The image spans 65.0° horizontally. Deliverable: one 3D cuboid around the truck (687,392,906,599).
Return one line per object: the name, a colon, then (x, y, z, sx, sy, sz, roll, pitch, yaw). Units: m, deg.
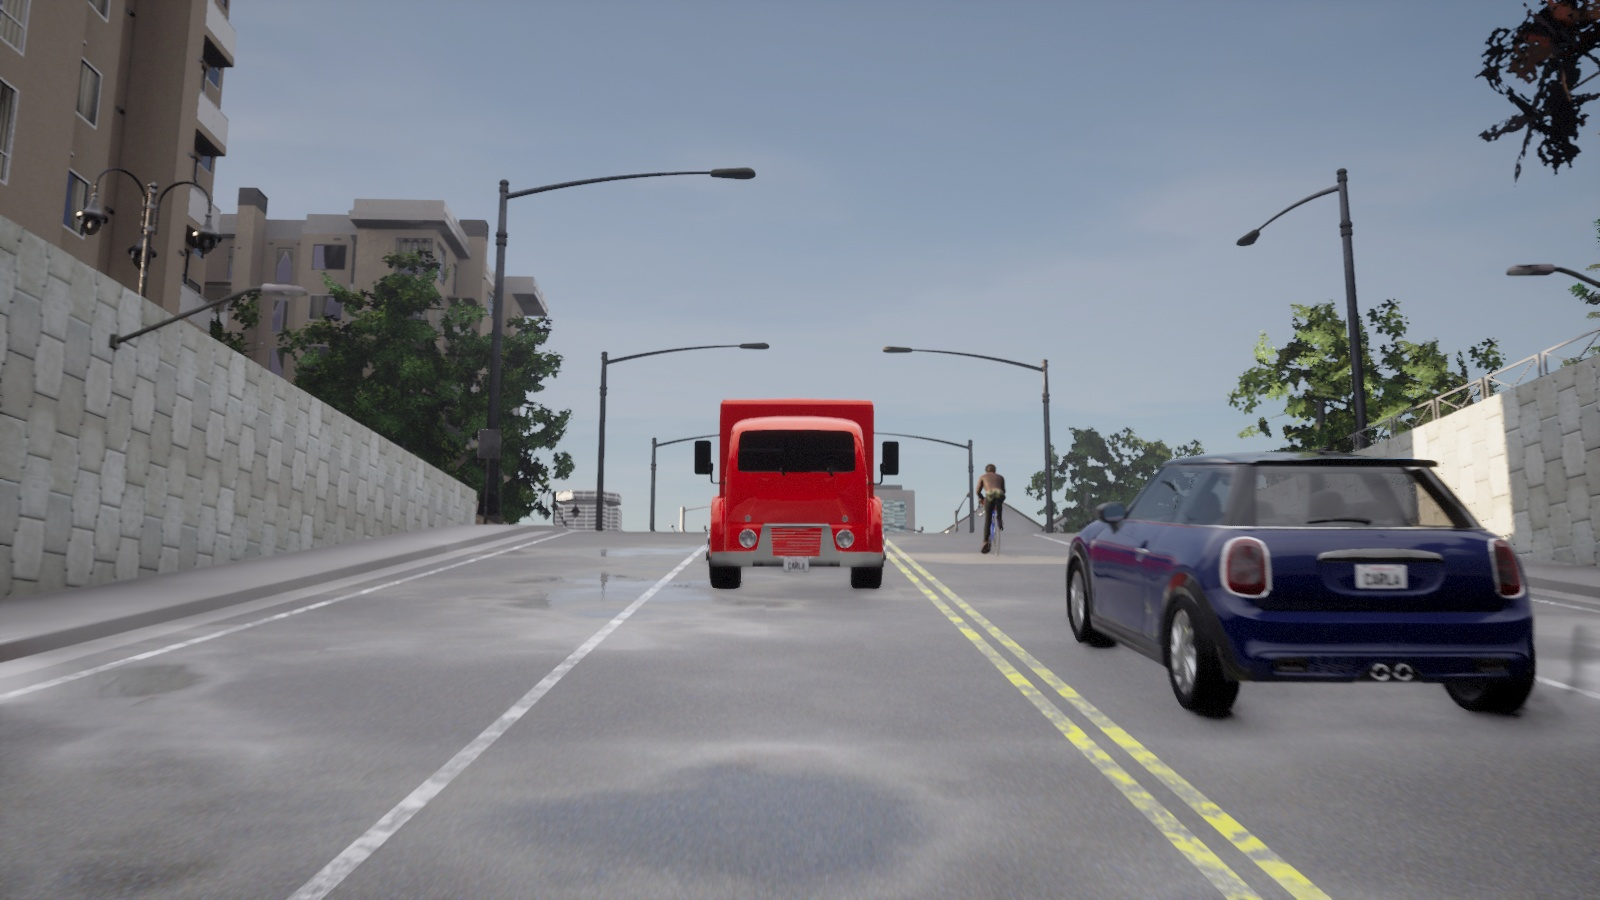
truck: (-0.047, 0.558, 17.684, 2.627, 2.467, 5.204, 0, 0, 0)

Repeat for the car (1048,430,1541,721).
car: (3.474, 0.795, 9.965, 2.097, 1.767, 4.553, 0, -1, 0)

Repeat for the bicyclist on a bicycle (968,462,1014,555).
bicyclist on a bicycle: (3.442, 1.046, 22.731, 0.582, 1.620, 1.656, 0, -1, 0)
